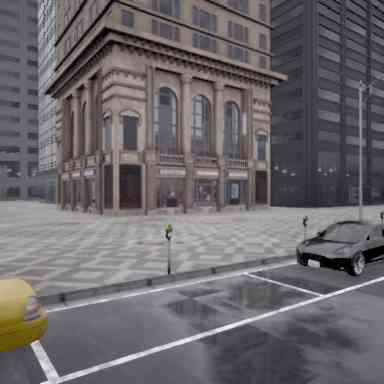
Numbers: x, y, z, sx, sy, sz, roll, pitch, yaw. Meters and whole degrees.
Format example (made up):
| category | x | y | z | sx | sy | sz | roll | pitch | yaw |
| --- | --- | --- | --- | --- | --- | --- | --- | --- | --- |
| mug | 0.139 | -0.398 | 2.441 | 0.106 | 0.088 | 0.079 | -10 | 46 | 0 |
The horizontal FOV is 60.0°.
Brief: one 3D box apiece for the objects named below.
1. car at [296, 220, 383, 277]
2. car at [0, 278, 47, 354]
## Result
| category | x | y | z | sx | sy | sz | roll | pitch | yaw |
| --- | --- | --- | --- | --- | --- | --- | --- | --- | --- |
| car | 5.069 | 1.566 | 10.267 | 4.313 | 1.339 | 1.947 | 0 | 0 | -35 |
| car | -4.254 | 1.525 | 3.617 | 4.829 | 1.417 | 1.752 | 0 | 0 | -35 |
